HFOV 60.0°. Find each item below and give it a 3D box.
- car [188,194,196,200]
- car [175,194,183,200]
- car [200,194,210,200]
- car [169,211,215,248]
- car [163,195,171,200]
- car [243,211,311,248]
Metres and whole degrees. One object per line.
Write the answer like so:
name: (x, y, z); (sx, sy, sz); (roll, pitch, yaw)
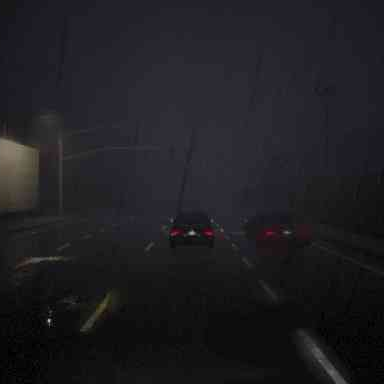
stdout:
car: (0.000, 1.431, 86.975); (1.837, 1.490, 4.892); (0, 0, 0)
car: (-3.500, 1.331, 91.789); (2.097, 1.767, 4.553); (0, 0, 0)
car: (3.500, 1.286, 86.945); (2.097, 1.767, 4.553); (0, 0, 0)
car: (0.000, 1.561, 14.650); (2.033, 1.411, 5.357); (0, 0, 0)
car: (-7.000, 1.500, 91.759); (1.812, 1.442, 4.674); (0, 0, 0)
car: (3.500, 1.561, 14.650); (2.033, 1.411, 5.357); (0, 0, 0)
